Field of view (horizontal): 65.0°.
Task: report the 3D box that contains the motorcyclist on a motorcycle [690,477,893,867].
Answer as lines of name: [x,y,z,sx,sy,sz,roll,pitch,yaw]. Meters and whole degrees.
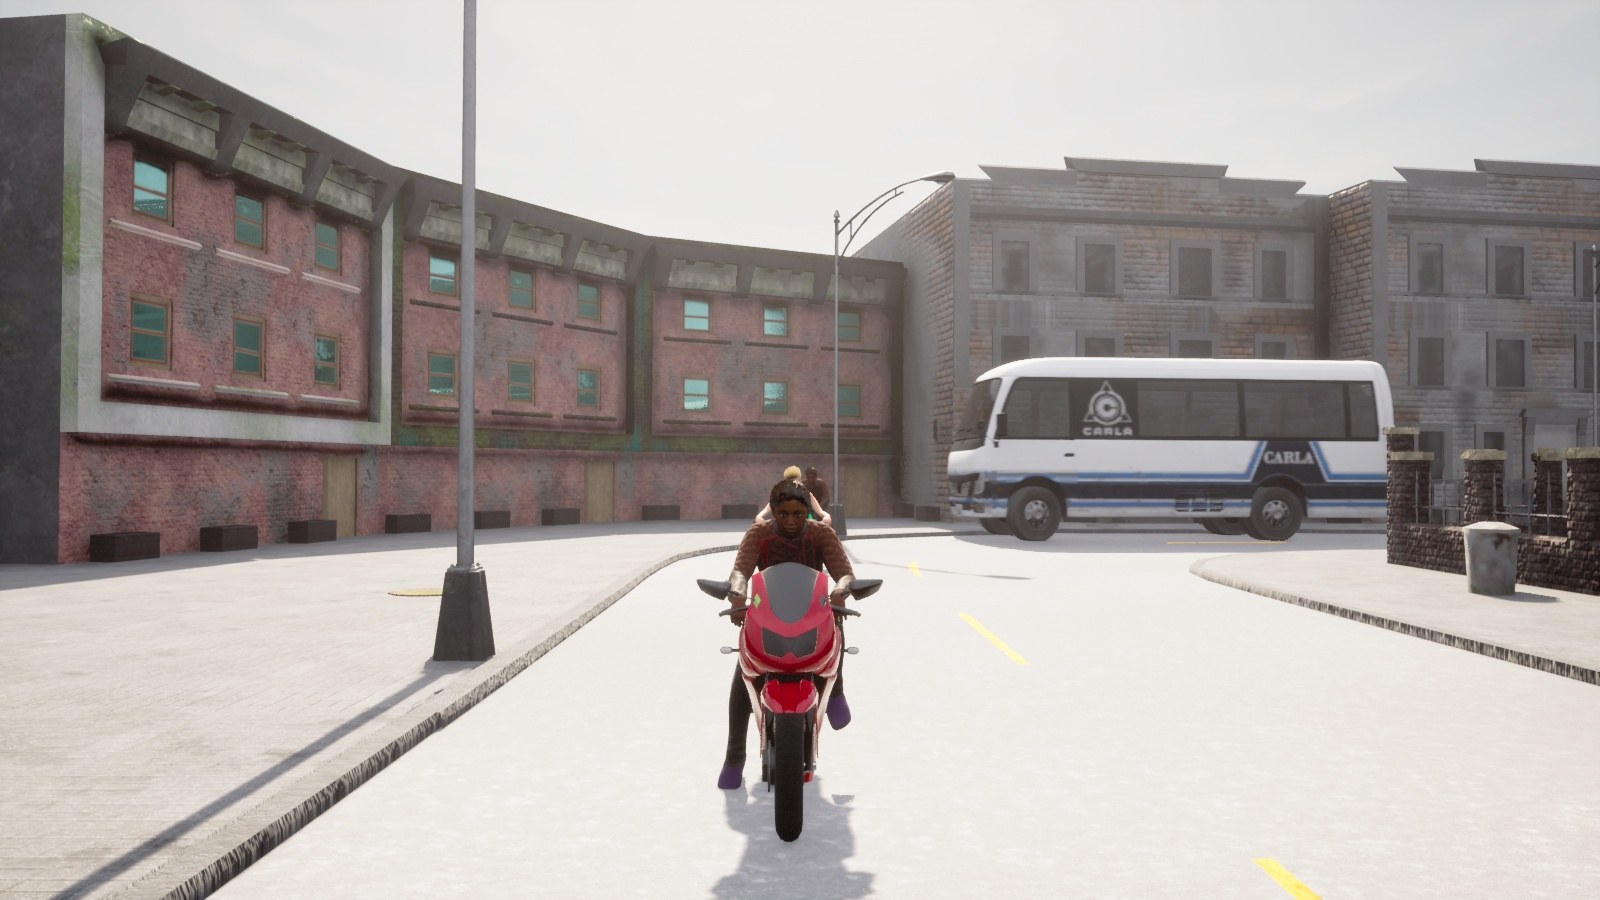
motorcyclist on a motorcycle: [-0.041,0.897,5.981,0.797,1.523,2.044,0,-1,0]

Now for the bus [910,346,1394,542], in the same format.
bus: [8.056,-0.094,29.793,10.273,4.253,3.944,0,-1,-6]
